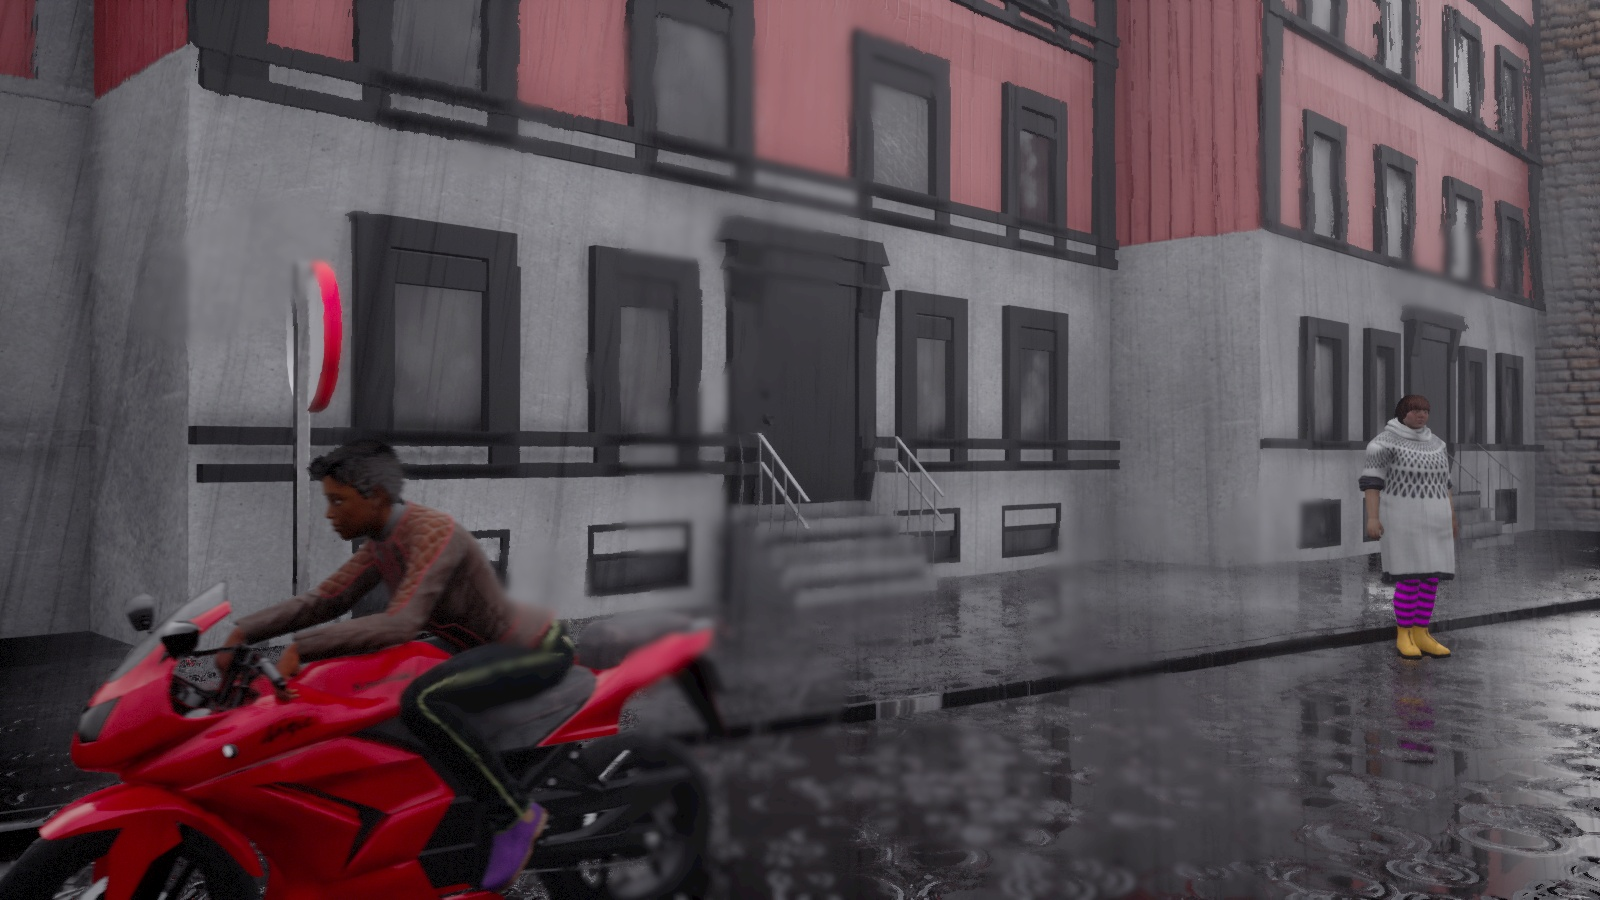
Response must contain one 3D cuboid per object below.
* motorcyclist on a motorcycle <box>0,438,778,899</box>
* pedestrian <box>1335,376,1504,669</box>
[{"bbox_3d":[-1.132,0.738,3.483,2.044,1.523,0.797,0,0,-35],"label":"motorcyclist on a motorcycle"},{"bbox_3d":[4.354,0.482,8.872,0.659,1.952,0.873,0,0,-14],"label":"pedestrian"}]
